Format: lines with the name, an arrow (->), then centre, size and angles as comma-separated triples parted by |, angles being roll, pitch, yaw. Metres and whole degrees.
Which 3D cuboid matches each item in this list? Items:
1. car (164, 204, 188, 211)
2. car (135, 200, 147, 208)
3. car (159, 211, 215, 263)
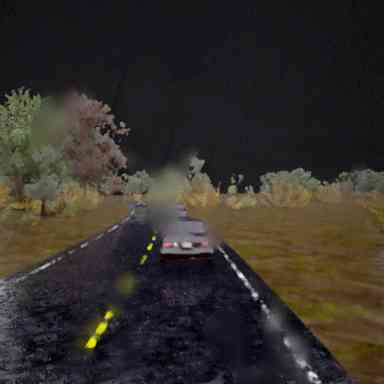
car -> -1.351, 1.794, 28.620 | 2.128, 1.511, 4.902 | 0, 0, -5
car -> -9.690, 2.224, 62.842 | 1.994, 1.385, 4.181 | 0, -1, -11
car -> -0.249, 1.682, 12.604 | 2.033, 1.411, 5.357 | 0, -1, -2
